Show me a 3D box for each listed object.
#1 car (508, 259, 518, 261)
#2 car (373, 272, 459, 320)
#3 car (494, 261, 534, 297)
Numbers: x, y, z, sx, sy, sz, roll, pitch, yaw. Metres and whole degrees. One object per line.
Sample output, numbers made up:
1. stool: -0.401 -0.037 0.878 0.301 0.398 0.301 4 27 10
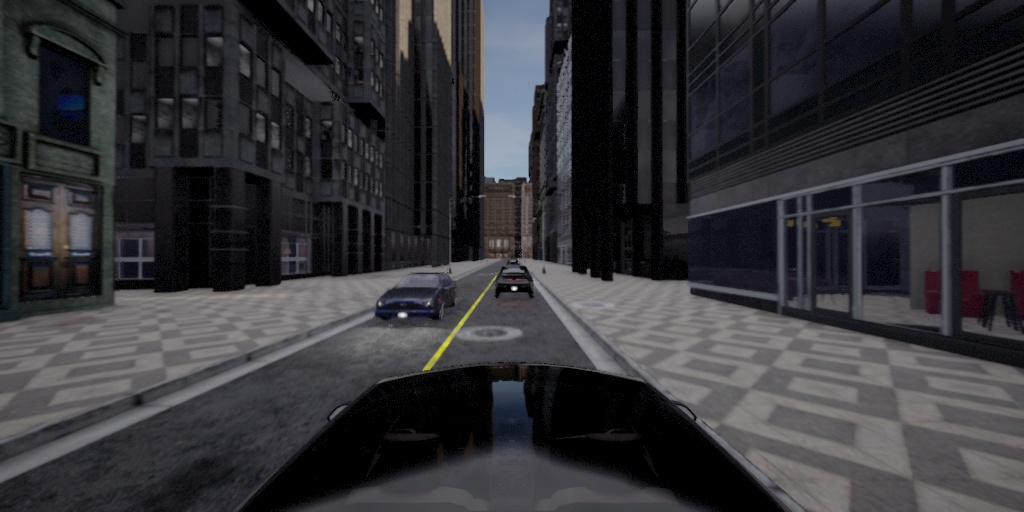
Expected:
1. car: 0.124 1.144 44.372 1.837 1.490 4.892 0 0 0
2. car: -3.092 1.283 12.800 2.033 1.411 5.357 0 0 0
3. car: 0.109 1.226 18.867 1.837 1.490 4.892 0 0 0
